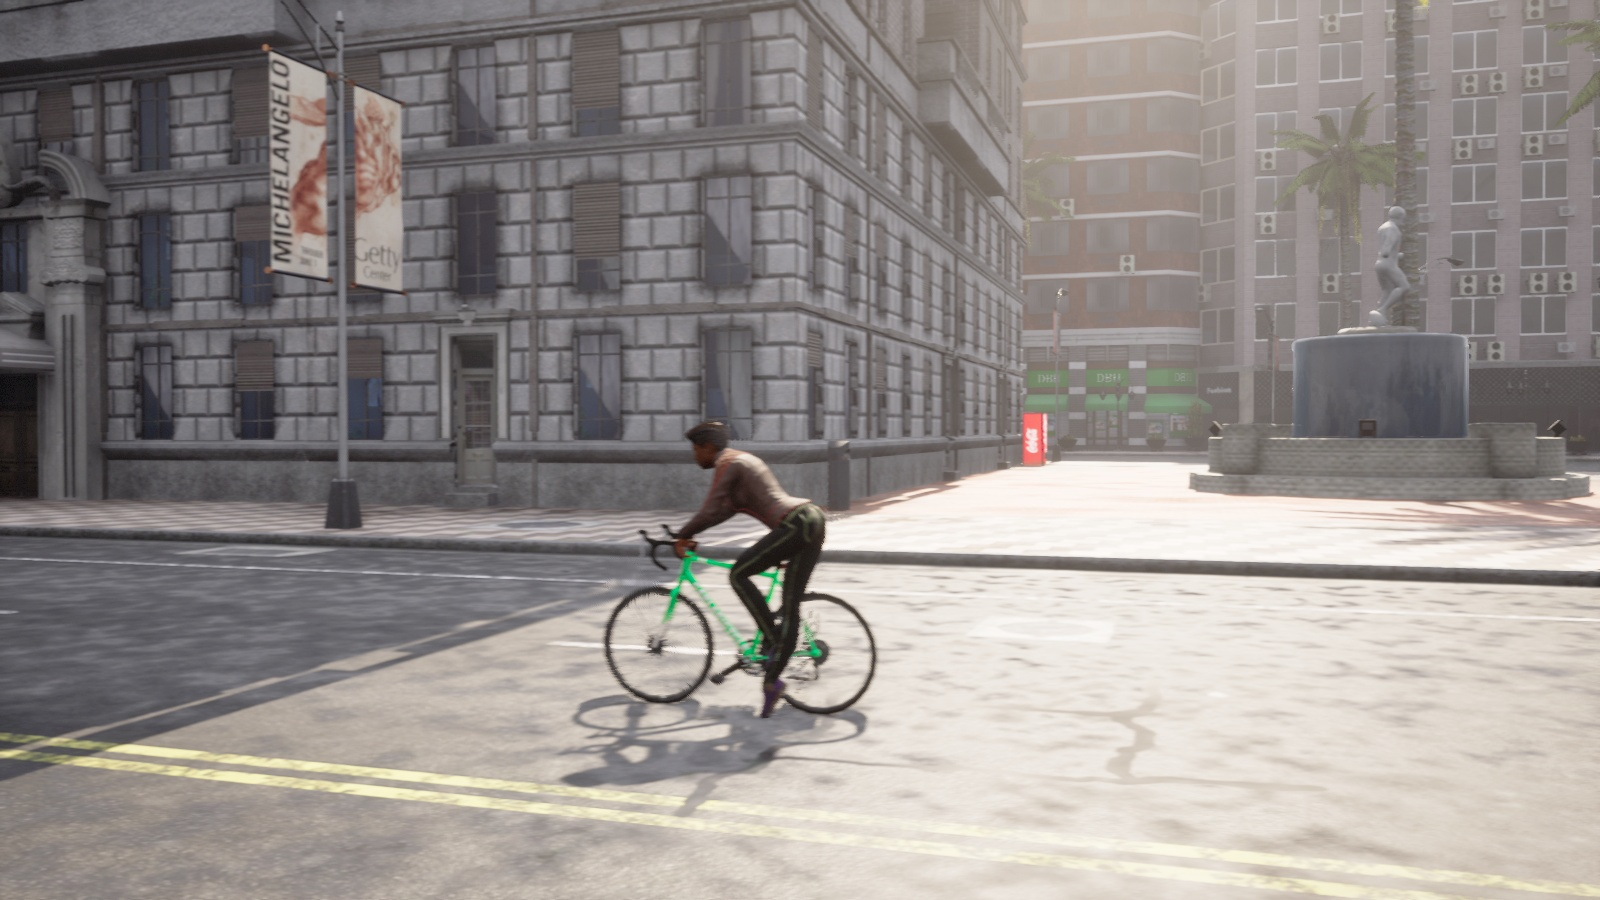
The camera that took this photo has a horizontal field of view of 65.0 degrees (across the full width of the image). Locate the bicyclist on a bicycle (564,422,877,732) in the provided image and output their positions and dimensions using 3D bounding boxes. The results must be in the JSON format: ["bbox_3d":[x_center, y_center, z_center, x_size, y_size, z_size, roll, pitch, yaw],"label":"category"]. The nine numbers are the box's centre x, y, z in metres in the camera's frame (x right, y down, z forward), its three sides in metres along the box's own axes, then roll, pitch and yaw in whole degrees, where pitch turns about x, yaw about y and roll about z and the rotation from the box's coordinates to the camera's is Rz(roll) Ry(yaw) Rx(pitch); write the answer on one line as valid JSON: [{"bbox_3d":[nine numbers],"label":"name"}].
[{"bbox_3d":[-0.445,0.659,7.083,1.656,1.620,0.582,0,1,18],"label":"bicyclist on a bicycle"}]
